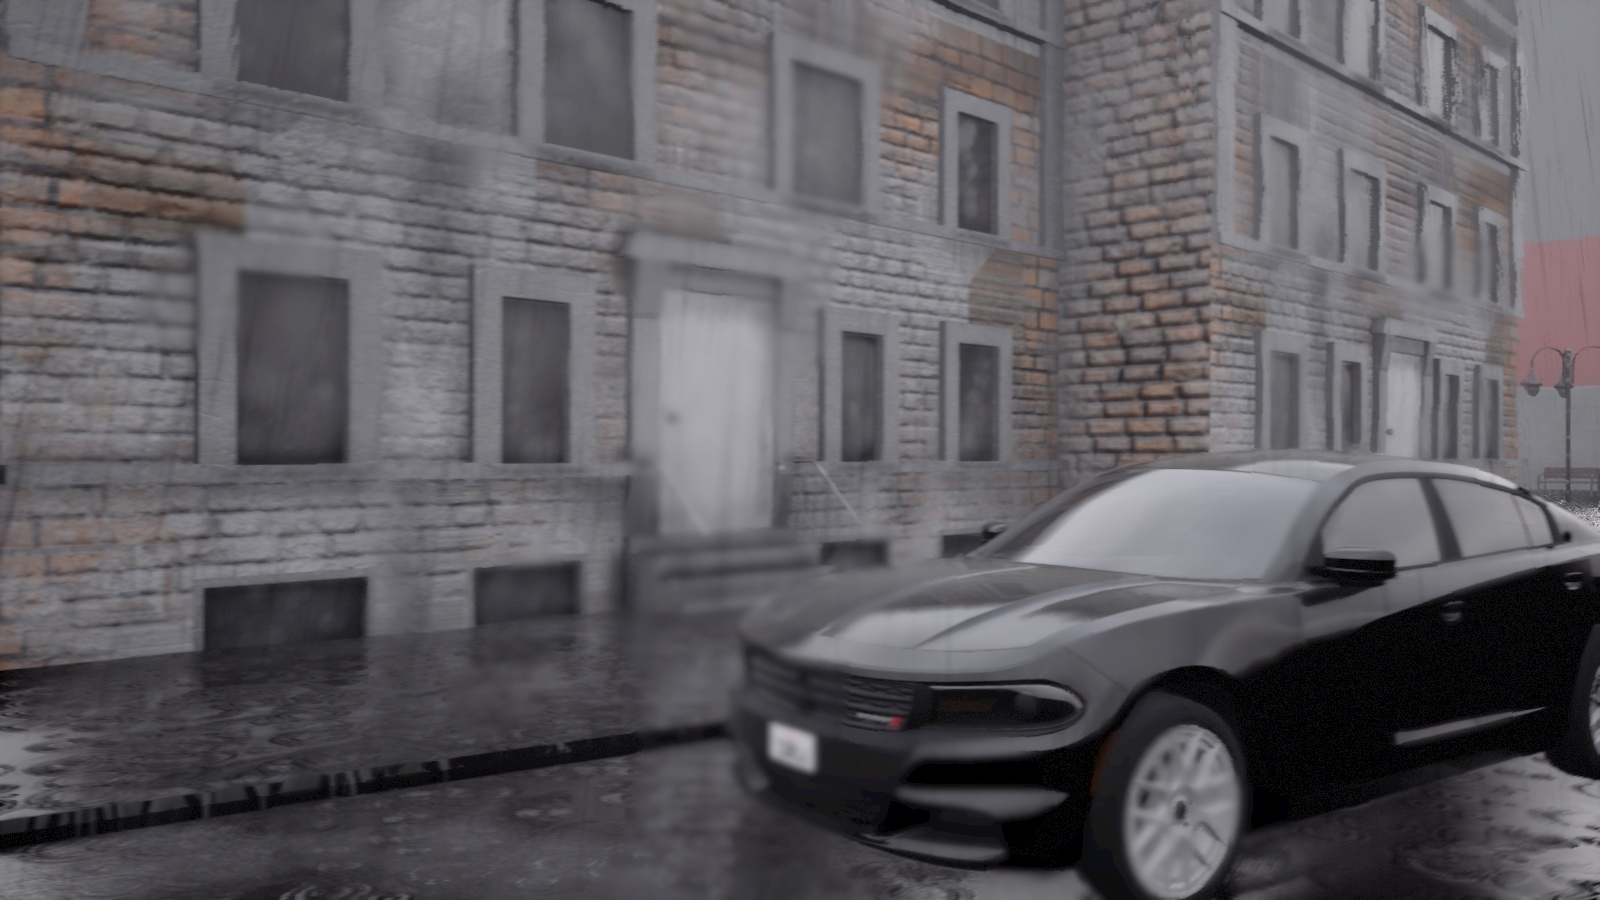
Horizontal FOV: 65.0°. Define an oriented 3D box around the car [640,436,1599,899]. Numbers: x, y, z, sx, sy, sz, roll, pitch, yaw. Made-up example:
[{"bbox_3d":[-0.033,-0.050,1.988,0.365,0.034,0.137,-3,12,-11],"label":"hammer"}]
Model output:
[{"bbox_3d":[1.961,0.732,5.634,5.008,1.535,1.882,0,0,-35],"label":"car"}]
